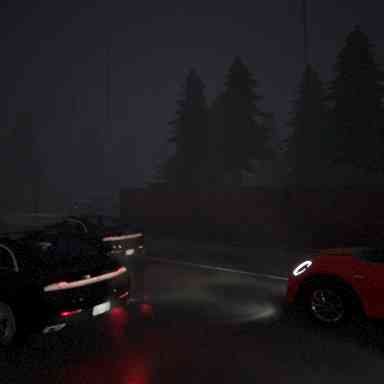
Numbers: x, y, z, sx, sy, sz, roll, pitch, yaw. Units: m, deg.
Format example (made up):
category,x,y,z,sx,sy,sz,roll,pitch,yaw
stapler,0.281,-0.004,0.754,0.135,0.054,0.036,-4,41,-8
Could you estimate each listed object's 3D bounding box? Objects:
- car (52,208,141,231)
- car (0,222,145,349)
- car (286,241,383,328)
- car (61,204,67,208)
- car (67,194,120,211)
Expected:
category,x,y,z,sx,sy,sz,roll,pitch,yaw
car,-3.713,1.504,10.987,4.902,1.511,2.128,0,0,37
car,-3.293,1.500,6.321,4.902,1.511,2.128,0,0,36
car,3.946,1.352,5.477,4.553,1.767,2.097,0,0,36
car,-12.858,1.644,39.098,1.895,1.301,4.718,0,0,36
car,-10.440,1.260,36.543,2.150,2.045,5.566,0,0,32
